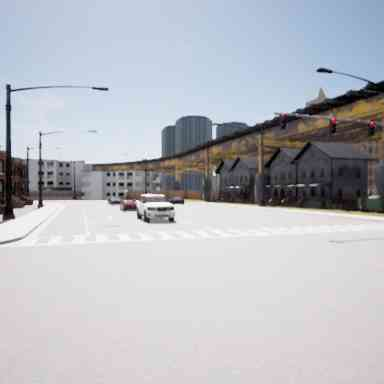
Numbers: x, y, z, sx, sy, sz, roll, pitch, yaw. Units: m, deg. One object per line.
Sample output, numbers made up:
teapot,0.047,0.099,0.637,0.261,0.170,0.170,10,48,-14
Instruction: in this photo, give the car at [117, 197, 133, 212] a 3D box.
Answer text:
car,-7.401,1.576,39.473,1.895,1.301,4.718,0,0,-18

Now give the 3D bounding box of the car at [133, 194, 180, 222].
car,-2.970,1.201,26.278,2.150,2.045,5.566,0,0,-19

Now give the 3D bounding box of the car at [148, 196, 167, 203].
car,-7.093,1.473,67.780,1.812,1.442,4.674,0,0,-36

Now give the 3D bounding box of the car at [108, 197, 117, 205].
car,-13.255,1.514,57.048,2.033,1.411,5.357,0,0,-22

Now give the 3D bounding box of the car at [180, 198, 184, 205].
car,-2.842,1.513,59.062,1.994,1.385,4.181,0,0,-22
